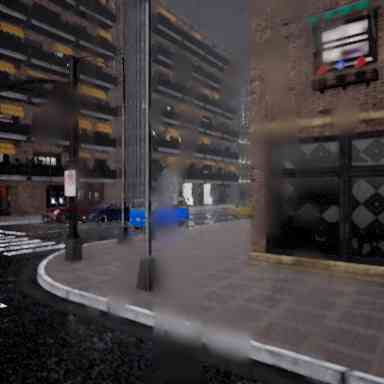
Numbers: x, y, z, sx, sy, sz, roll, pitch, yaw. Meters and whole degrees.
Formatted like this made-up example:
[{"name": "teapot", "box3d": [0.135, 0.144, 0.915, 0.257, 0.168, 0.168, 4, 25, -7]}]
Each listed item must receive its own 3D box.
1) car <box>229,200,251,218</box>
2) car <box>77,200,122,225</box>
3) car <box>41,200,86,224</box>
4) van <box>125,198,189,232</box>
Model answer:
[{"name": "car", "box3d": [4.849, 1.378, 28.364, 1.752, 1.417, 4.829, 0, 0, 35]}, {"name": "car", "box3d": [-5.824, 1.444, 23.066, 1.994, 1.385, 4.181, 0, 0, 35]}, {"name": "car", "box3d": [-8.603, 1.325, 23.790, 1.967, 1.590, 4.097, 0, 0, 35]}, {"name": "van", "box3d": [-1.756, 1.209, 18.958, 1.690, 1.788, 3.998, 0, 0, 35]}]
